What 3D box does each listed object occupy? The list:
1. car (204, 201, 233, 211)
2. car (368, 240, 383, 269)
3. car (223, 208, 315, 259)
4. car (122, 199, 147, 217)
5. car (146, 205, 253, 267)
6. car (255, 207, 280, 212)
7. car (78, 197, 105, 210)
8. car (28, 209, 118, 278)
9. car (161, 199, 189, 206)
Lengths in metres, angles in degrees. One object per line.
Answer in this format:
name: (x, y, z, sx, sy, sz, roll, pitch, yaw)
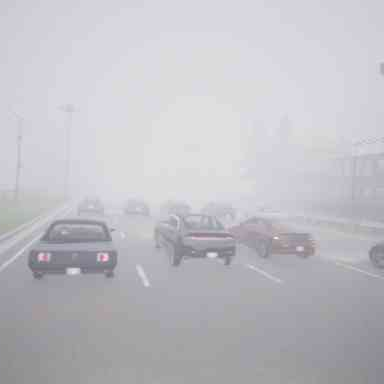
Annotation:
car: (2.231, 1.579, 28.860, 1.837, 1.490, 4.892, 3, 1, -16)
car: (7.572, 1.927, 9.919, 1.812, 1.442, 4.674, 3, 0, -16)
car: (2.995, 1.668, 13.302, 1.812, 1.442, 4.674, 3, 0, -16)
car: (-4.661, 1.258, 27.531, 1.994, 1.385, 4.181, 3, 0, -16)
car: (-0.100, 1.466, 11.409, 2.128, 1.511, 4.902, 3, 0, -16)
car: (6.073, 1.888, 28.100, 1.895, 1.301, 4.718, 3, 0, -16)
car: (-8.033, 1.072, 26.606, 1.994, 1.385, 4.181, 3, 0, -16)
car: (-3.169, 1.408, 9.399, 1.895, 1.301, 4.718, 3, 0, -16)
car: (-1.533, 1.341, 29.327, 1.882, 1.535, 5.008, 3, 0, -16)
